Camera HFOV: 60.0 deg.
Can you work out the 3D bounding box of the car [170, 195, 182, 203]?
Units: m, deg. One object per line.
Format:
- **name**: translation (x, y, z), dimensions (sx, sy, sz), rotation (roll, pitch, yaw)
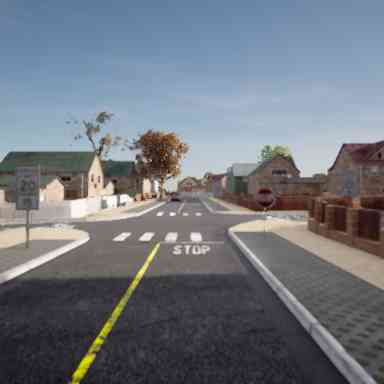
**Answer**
- **car**: translation (-2.773, 1.192, 57.835), dimensions (1.895, 1.301, 4.718), rotation (0, 0, 1)
